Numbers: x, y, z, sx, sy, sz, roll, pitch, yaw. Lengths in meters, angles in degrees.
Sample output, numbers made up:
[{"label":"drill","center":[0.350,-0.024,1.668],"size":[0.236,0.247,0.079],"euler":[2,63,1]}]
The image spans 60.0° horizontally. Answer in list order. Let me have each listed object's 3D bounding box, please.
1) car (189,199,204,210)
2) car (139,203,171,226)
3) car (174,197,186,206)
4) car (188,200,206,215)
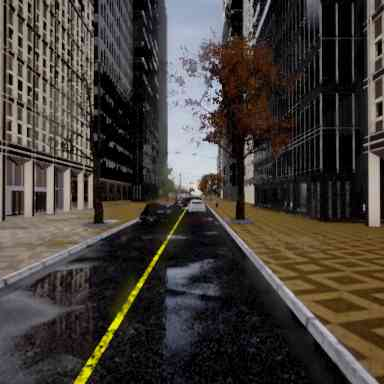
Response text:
[{"label":"car","center":[0.656,1.695,45.423],"size":[1.895,1.301,4.718],"euler":[0,0,1]},{"label":"car","center":[-2.561,1.553,23.577],"size":[1.837,1.490,4.892],"euler":[0,0,0]},{"label":"car","center":[-2.097,1.614,58.973],"size":[2.128,1.511,4.902],"euler":[0,0,1]},{"label":"car","center":[0.529,1.598,35.303],"size":[1.812,1.442,4.674],"euler":[0,0,0]}]
